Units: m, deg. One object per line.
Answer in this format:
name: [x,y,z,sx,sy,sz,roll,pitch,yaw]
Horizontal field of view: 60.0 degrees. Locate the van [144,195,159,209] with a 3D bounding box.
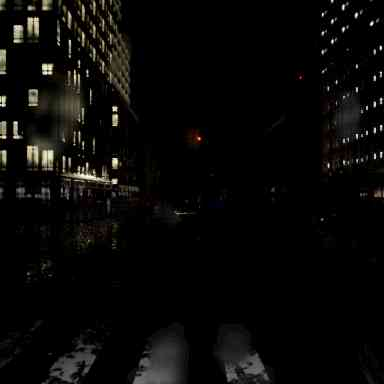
van: [-5.702,1.341,47.037,1.690,1.788,3.998,0,0,0]

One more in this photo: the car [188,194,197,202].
car: [0.118,1.352,72.843,2.097,1.767,4.553,0,0,0]

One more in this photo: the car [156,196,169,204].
car: [-5.617,1.564,63.655,1.947,1.339,4.313,0,0,0]

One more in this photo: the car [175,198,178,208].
car: [-3.131,1.525,43.391,1.812,1.442,4.674,0,0,0]

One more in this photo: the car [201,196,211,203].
car: [2.792,1.542,69.151,1.887,1.381,4.507,0,0,0]

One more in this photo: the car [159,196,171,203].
car: [-5.589,1.548,69.193,2.008,1.369,4.403,0,0,0]

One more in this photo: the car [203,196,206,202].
car: [2.672,1.544,41.458,1.887,1.381,4.507,0,0,0]

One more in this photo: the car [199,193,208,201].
car: [2.879,1.310,85.769,2.192,1.841,5.009,0,0,0]

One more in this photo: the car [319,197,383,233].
car: [10.689,1.334,20.134,5.566,2.045,2.150,0,0,2]

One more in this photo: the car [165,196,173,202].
car: [-5.531,1.578,80.273,1.802,1.307,4.206,0,0,0]

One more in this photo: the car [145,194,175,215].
car: [-3.182,1.222,33.613,2.150,2.045,5.566,0,0,0]

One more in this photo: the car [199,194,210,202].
car: [2.821,1.312,74.691,2.192,1.841,5.009,0,0,0]

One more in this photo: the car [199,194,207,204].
car: [2.764,1.313,63.612,2.192,1.841,5.009,0,0,0]

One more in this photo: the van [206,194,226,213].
van: [2.735,1.341,35.919,1.690,1.788,3.998,0,0,0]
